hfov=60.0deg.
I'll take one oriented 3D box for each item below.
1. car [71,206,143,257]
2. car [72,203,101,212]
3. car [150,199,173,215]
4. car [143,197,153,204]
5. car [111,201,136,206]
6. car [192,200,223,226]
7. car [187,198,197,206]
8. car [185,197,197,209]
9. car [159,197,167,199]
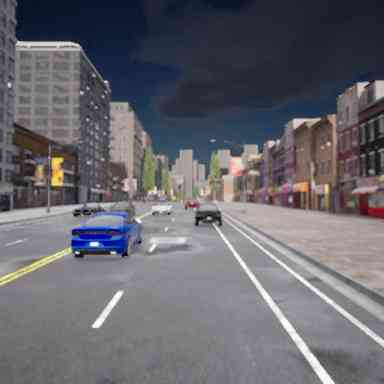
[{"bbox_3d":[-3.150,1.544,13.195,1.882,1.535,5.008,0,0,0],"label":"car"},{"bbox_3d":[-9.845,1.746,31.879,1.895,1.301,4.718,0,0,0],"label":"car"},{"bbox_3d":[-3.147,1.762,36.263,1.895,1.301,4.718,0,0,0],"label":"car"},{"bbox_3d":[-9.746,1.850,73.858,1.837,1.490,4.892,0,-1,0],"label":"car"},{"bbox_3d":[-6.593,1.623,31.838,1.882,1.535,5.008,0,0,0],"label":"car"},{"bbox_3d":[1.139,1.595,24.473,1.882,1.535,5.008,0,0,0],"label":"car"},{"bbox_3d":[0.004,1.856,62.672,1.994,1.385,4.181,0,-1,0],"label":"car"},{"bbox_3d":[0.050,1.553,47.998,2.097,1.767,4.553,0,0,1],"label":"car"},{"bbox_3d":[-6.496,1.828,73.858,1.882,1.535,5.008,0,-1,0],"label":"car"}]
